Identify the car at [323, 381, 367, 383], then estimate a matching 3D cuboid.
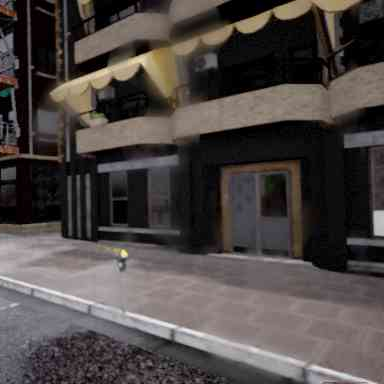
[{"bbox_3d":[2.192,1.571,1.135,4.206,1.307,1.802,-1,-2,36],"label":"car"}]
